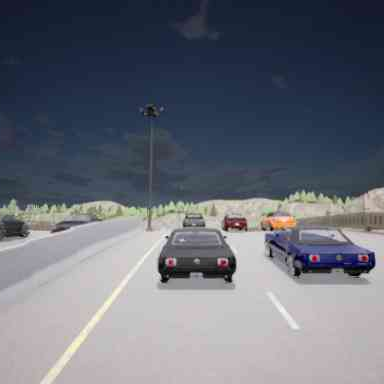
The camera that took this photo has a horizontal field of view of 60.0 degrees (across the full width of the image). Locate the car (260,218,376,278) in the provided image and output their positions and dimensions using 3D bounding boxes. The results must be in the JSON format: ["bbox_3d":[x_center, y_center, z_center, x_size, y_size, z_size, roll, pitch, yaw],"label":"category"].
[{"bbox_3d":[3.620,1.711,10.465,1.895,1.301,4.718,0,-1,0],"label":"car"}]

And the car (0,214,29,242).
[{"bbox_3d":[-10.552,1.913,17.863,1.994,1.385,4.181,0,-3,0],"label":"car"}]

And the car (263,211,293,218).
[{"bbox_3d":[7.155,2.441,27.990,2.097,1.767,4.553,0,-5,0],"label":"car"}]

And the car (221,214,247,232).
[{"bbox_3d":[3.658,2.697,29.382,1.882,1.535,5.008,0,-6,0],"label":"car"}]

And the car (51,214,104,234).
[{"bbox_3d":[-7.037,2.094,21.243,2.033,1.411,5.357,0,-4,0],"label":"car"}]

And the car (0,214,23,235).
[{"bbox_3d":[-14.024,2.195,22.842,2.033,1.411,5.357,0,-4,0],"label":"car"}]

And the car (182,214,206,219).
[{"bbox_3d":[0.156,2.608,28.357,2.128,1.511,4.902,0,-5,0],"label":"car"}]

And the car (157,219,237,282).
[{"bbox_3d":[0.118,1.699,9.962,1.895,1.301,4.718,0,-1,0],"label":"car"}]
